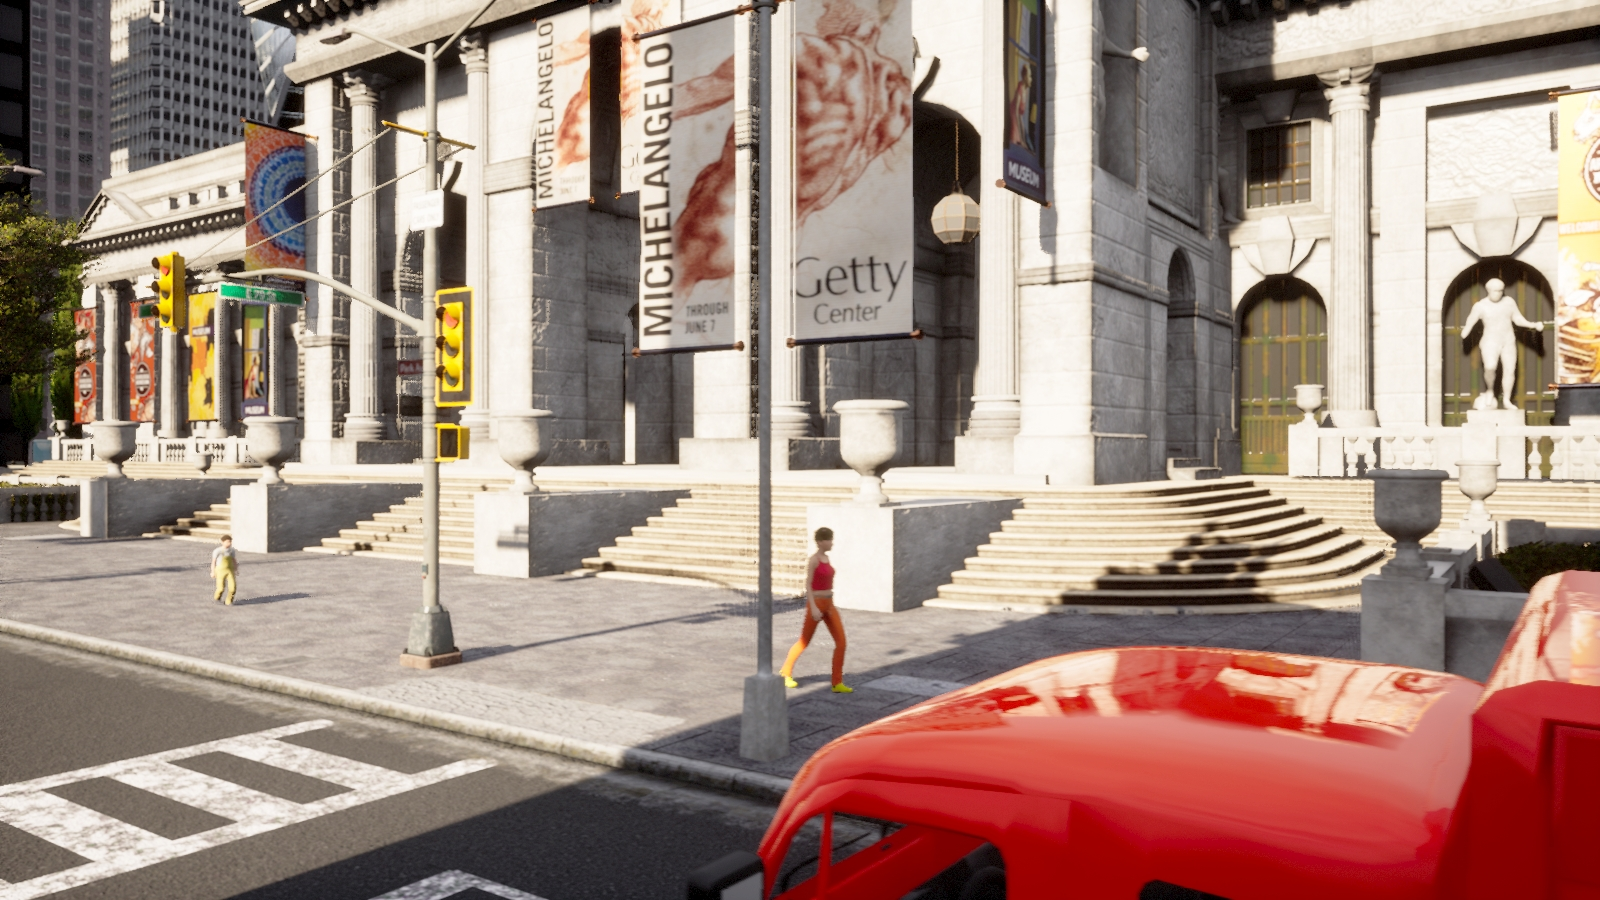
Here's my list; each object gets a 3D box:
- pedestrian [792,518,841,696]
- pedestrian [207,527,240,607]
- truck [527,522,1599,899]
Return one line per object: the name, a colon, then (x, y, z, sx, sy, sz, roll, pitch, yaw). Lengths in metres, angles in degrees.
pedestrian: (0.182, 1.686, 12.397, 0.375, 1.860, 0.375, 0, 0, 37)
pedestrian: (-9.655, 1.951, 19.141, 0.375, 1.300, 0.375, 0, 0, 37)
truck: (2.253, 1.581, 2.199, 5.204, 2.467, 2.627, 1, 1, 35)
